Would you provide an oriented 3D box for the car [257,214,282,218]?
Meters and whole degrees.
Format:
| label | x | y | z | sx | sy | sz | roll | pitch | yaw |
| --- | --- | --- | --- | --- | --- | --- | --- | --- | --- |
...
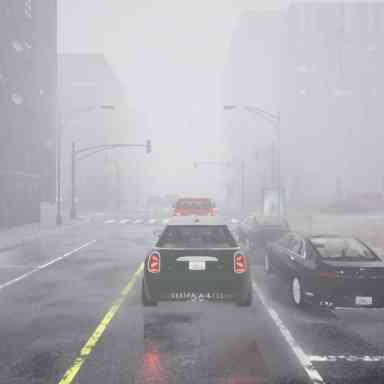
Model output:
| label | x | y | z | sx | sy | sz | roll | pitch | yaw |
| --- | --- | --- | --- | --- | --- | --- | --- | --- | --- |
| car | 2.830 | 1.555 | 13.224 | 2.008 | 1.369 | 4.403 | 1 | 0 | 0 |

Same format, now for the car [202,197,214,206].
| label | x | y | z | sx | sy | sz | roll | pitch | yaw |
| --- | --- | --- | --- | --- | --- | --- | --- | --- | --- |
| car | 2.700 | 1.603 | 56.988 | 1.802 | 1.307 | 4.206 | 1 | 0 | 0 |

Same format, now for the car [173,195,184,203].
| label | x | y | z | sx | sy | sz | roll | pitch | yaw |
| --- | --- | --- | --- | --- | --- | --- | --- | --- | --- |
| car | -3.001 | 1.555 | 74.422 | 2.128 | 1.511 | 4.902 | 0 | 0 | 0 |

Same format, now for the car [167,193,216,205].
| label | x | y | z | sx | sy | sz | roll | pitch | yaw |
| --- | --- | --- | --- | --- | --- | --- | --- | --- | --- |
| car | 0.087 | 1.228 | 17.622 | 2.150 | 2.045 | 5.566 | 0 | 0 | 0 |

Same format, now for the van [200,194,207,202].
| label | x | y | z | sx | sy | sz | roll | pitch | yaw |
| --- | --- | --- | --- | --- | --- | --- | --- | --- | --- |
| van | 2.702 | 1.373 | 79.274 | 1.690 | 1.788 | 3.998 | 1 | 0 | 0 |

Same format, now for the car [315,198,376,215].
| label | x | y | z | sx | sy | sz | roll | pitch | yaw |
| --- | --- | --- | --- | --- | --- | --- | --- | --- | --- |
| car | 13.703 | 1.413 | 29.856 | 4.206 | 1.307 | 1.802 | 0 | 0 | 0 |

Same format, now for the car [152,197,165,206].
| label | x | y | z | sx | sy | sz | roll | pitch | yaw |
| --- | --- | --- | --- | --- | --- | --- | --- | --- | --- |
| car | -5.680 | 1.566 | 57.028 | 1.887 | 1.381 | 4.507 | 1 | 0 | 0 |

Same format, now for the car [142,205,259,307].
| label | x | y | z | sx | sy | sz | roll | pitch | yaw |
| --- | --- | --- | --- | --- | --- | --- | --- | --- | --- |
| car | 0.100 | 1.354 | 8.152 | 2.097 | 1.767 | 4.553 | 0 | 0 | 0 |

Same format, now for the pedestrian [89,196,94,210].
| label | x | y | z | sx | sy | sz | roll | pitch | yaw |
| --- | --- | --- | --- | --- | --- | --- | --- | --- | --- |
| pedestrian | -12.529 | 1.348 | 41.381 | 0.375 | 1.860 | 0.375 | 0 | 0 | 0 |

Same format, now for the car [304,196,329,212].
| label | x | y | z | sx | sy | sz | roll | pitch | yaw |
| --- | --- | --- | --- | --- | --- | --- | --- | --- | --- |
| car | 14.997 | 1.412 | 35.645 | 4.892 | 1.490 | 1.837 | -1 | -1 | 0 |

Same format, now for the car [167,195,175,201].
| label | x | y | z | sx | sy | sz | roll | pitch | yaw |
| --- | --- | --- | --- | --- | --- | --- | --- | --- | --- |
| car | -5.681 | 1.603 | 90.454 | 1.947 | 1.339 | 4.313 | 1 | 0 | 0 |

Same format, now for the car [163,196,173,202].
| label | x | y | z | sx | sy | sz | roll | pitch | yaw |
| --- | --- | --- | --- | --- | --- | --- | --- | --- | --- |
| car | -5.680 | 1.598 | 79.312 | 1.947 | 1.339 | 4.313 | 1 | 0 | 0 |

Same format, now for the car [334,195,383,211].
| label | x | y | z | sx | sy | sz | roll | pitch | yaw |
| --- | --- | --- | --- | --- | --- | --- | --- | --- | --- |
| car | 19.290 | 1.228 | 38.198 | 5.009 | 1.841 | 2.192 | 0 | 0 | 0 |

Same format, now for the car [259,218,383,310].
| label | x | y | z | sx | sy | sz | roll | pitch | yaw |
| --- | --- | --- | --- | --- | --- | --- | --- | --- | --- |
| car | 2.831 | 1.553 | 7.654 | 2.008 | 1.369 | 4.403 | 1 | 0 | 0 |

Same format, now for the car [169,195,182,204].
| label | x | y | z | sx | sy | sz | roll | pitch | yaw |
| --- | --- | --- | --- | --- | --- | --- | --- | --- | --- |
| car | -3.057 | 1.378 | 62.721 | 2.097 | 1.767 | 4.553 | 0 | 0 | 0 |

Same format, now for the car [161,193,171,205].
| label | x | y | z | sx | sy | sz | roll | pitch | yaw |
| --- | --- | --- | --- | --- | --- | --- | --- | --- | --- |
| car | -3.121 | 1.240 | 51.108 | 2.150 | 2.045 | 5.566 | 0 | 0 | 0 |

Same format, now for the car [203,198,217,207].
| label | x | y | z | sx | sy | sz | roll | pitch | yaw |
| --- | --- | --- | --- | --- | --- | --- | --- | --- | --- |
| car | 2.700 | 1.585 | 51.417 | 1.947 | 1.339 | 4.313 | 1 | 0 | 0 |

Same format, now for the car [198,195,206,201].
| label | x | y | z | sx | sy | sz | roll | pitch | yaw |
| --- | --- | --- | --- | --- | --- | --- | --- | --- | --- |
| car | 2.700 | 1.582 | 90.414 | 1.887 | 1.381 | 4.507 | 1 | 0 | 0 |

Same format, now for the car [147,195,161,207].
| label | x | y | z | sx | sy | sz | roll | pitch | yaw |
| --- | --- | --- | --- | --- | --- | --- | --- | --- | --- |
| car | -5.676 | 1.334 | 51.457 | 2.192 | 1.841 | 5.009 | 1 | 0 | 0 |

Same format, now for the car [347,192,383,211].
| label | x | y | z | sx | sy | sz | roll | pitch | yaw |
| --- | --- | --- | --- | --- | --- | --- | --- | --- | --- |
| car | 17.830 | 1.059 | 32.386 | 5.566 | 2.045 | 2.150 | -1 | -1 | 0 |

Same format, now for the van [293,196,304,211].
| label | x | y | z | sx | sy | sz | roll | pitch | yaw |
| --- | --- | --- | --- | --- | --- | --- | --- | --- | --- |
| van | 13.763 | 1.296 | 38.237 | 3.998 | 1.788 | 1.690 | 0 | 0 | 0 |
